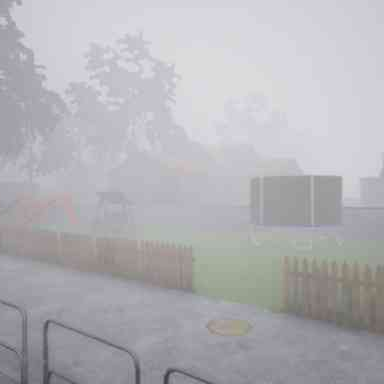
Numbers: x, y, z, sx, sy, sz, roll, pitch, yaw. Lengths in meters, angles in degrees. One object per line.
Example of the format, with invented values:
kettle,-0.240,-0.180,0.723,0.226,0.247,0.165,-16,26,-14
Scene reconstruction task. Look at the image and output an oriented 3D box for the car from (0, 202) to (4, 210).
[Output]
car,-21.004,1.381,32.603,2.150,2.045,5.566,0,0,36
